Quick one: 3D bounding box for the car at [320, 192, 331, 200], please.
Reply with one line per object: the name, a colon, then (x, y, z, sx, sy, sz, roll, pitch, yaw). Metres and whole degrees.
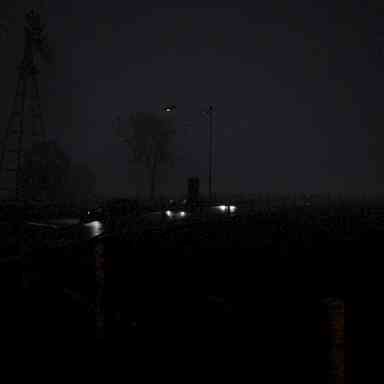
car: (24.746, 0.710, 62.554, 1.994, 1.385, 4.181, 1, 1, 36)

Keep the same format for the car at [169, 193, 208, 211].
car: (-0.318, 0.924, 33.597, 2.097, 1.767, 4.553, 1, 2, 35)

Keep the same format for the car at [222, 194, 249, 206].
car: (5.458, 1.005, 41.742, 1.994, 1.385, 4.181, 1, 2, 35)

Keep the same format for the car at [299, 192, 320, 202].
car: (18.947, 0.800, 54.370, 1.812, 1.442, 4.674, 1, 2, 35)

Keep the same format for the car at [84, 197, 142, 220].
car: (-5.962, 1.206, 25.647, 1.837, 1.490, 4.892, 1, 2, 35)
